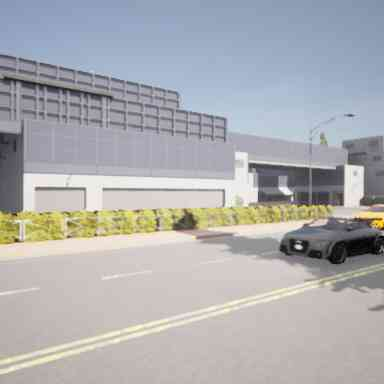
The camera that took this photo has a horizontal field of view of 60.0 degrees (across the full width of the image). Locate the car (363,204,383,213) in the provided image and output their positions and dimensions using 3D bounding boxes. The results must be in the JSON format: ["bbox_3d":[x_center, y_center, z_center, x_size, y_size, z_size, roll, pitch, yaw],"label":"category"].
[{"bbox_3d":[12.278,1.542,21.259,5.008,1.535,1.882,1,0,-35],"label":"car"}]

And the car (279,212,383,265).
[{"bbox_3d":[5.066,1.595,11.895,4.181,1.385,1.994,0,0,-35],"label":"car"}]
